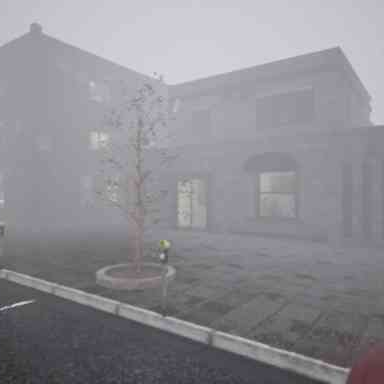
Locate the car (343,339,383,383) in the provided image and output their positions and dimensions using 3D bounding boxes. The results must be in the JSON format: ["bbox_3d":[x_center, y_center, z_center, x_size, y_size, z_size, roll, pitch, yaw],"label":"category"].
[{"bbox_3d":[2.952,1.328,0.772,5.009,1.841,2.192,0,0,36],"label":"car"}]
